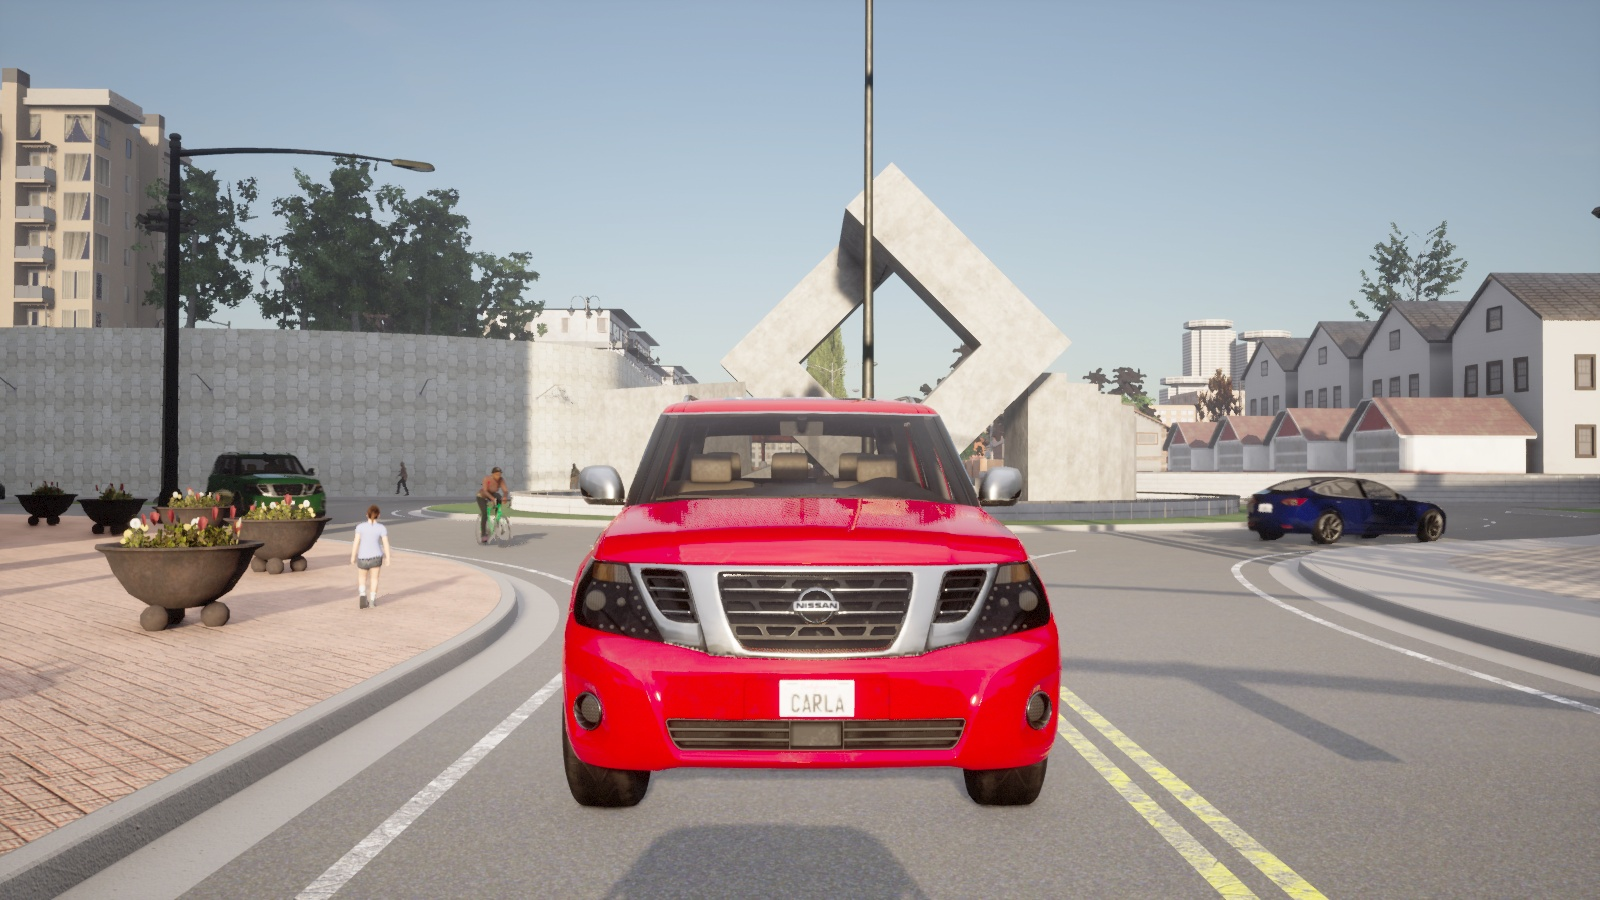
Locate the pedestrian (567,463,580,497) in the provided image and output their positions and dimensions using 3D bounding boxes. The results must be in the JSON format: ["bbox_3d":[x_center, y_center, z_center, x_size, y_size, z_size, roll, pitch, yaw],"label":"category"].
[{"bbox_3d":[-12.843,1.716,71.319,0.395,1.930,0.692,-1,-1,25],"label":"pedestrian"}]

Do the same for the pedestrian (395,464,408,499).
[{"bbox_3d":[-20.859,1.655,65.782,0.634,1.846,0.331,0,-1,-22],"label":"pedestrian"}]

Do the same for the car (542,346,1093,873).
[{"bbox_3d":[-0.008,0.663,7.703,2.150,2.045,5.566,0,-1,-2],"label":"car"}]

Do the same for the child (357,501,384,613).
[{"bbox_3d":[-4.379,1.084,12.814,0.255,1.110,0.394,0,-1,-18],"label":"child"}]

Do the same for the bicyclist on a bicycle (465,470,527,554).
[{"bbox_3d":[-6.121,1.214,25.215,0.582,1.620,1.656,0,-1,-38],"label":"bicyclist on a bicycle"}]

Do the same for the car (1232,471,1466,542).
[{"bbox_3d":[12.544,1.246,28.737,4.792,1.488,2.163,0,-1,-22],"label":"car"}]

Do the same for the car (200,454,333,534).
[{"bbox_3d":[-15.068,1.185,35.284,2.150,2.045,5.566,0,-1,-37],"label":"car"}]
